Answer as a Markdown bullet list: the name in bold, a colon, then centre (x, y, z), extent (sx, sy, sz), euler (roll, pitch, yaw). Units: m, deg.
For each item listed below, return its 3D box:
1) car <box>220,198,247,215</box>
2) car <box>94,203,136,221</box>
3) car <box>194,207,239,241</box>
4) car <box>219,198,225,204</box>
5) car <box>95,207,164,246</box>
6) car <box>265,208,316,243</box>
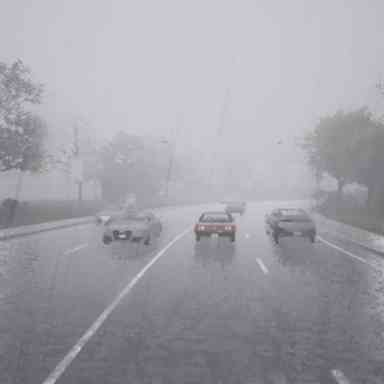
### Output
- **car**: centre (4.706, 1.663, 35.238), extent (2.033, 1.411, 5.357), euler (0, 0, 15)
- **car**: centre (-5.080, 1.534, 23.247), extent (2.128, 1.511, 4.902), euler (0, 0, 10)
- **car**: centre (1.277, 1.653, 17.020), extent (1.895, 1.301, 4.718), euler (0, 0, 7)
- **car**: centre (6.713, 1.735, 62.422), extent (2.033, 1.411, 5.357), euler (0, 0, 25)
- **car**: centre (-2.600, 1.597, 15.398), extent (1.994, 1.385, 4.181), euler (0, 0, 6)
- **car**: centre (4.764, 1.556, 16.531), extent (2.128, 1.511, 4.902), euler (0, 0, 7)
